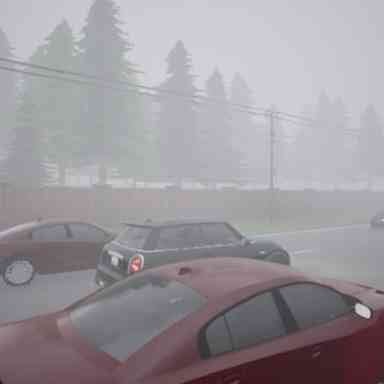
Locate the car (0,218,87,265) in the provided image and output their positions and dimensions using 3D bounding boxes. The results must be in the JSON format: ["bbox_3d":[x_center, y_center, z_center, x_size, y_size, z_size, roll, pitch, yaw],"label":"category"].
[{"bbox_3d":[-3.403,1.480,9.399,5.008,1.535,1.882,0,0,-35],"label":"car"}]

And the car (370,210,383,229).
[{"bbox_3d":[13.213,1.676,21.204,4.181,1.385,1.994,0,0,-35],"label":"car"}]

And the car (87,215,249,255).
[{"bbox_3d":[0.233,1.369,7.689,4.553,1.767,2.097,0,0,-35],"label":"car"}]

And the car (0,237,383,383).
[{"bbox_3d":[0.608,1.488,3.663,5.008,1.535,1.882,0,0,-35],"label":"car"}]
